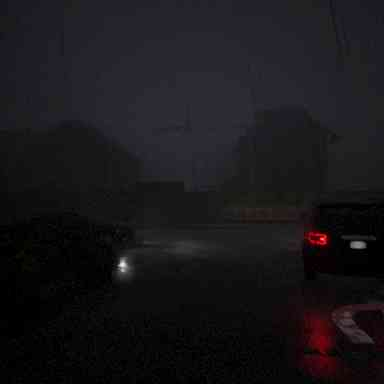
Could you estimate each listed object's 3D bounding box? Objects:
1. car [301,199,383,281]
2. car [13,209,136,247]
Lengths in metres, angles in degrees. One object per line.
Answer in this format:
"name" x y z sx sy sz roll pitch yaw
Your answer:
"car" 4.356 1.203 9.528 2.150 2.045 5.566 0 0 19
"car" -4.877 1.480 13.951 5.008 1.535 1.882 0 0 4
